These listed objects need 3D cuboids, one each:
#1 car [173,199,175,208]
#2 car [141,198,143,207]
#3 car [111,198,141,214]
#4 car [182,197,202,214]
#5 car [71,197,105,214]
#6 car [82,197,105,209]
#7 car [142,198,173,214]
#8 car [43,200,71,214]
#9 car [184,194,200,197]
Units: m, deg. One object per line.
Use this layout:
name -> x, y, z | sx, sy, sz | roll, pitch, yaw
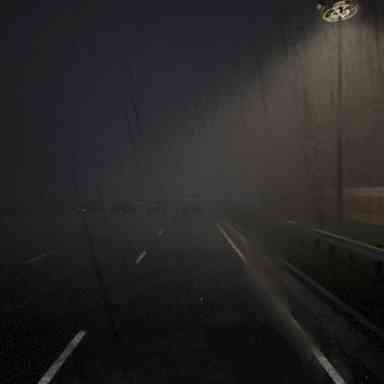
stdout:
car -> -3.478, 1.565, 47.838 | 1.994, 1.385, 4.181 | 0, 0, 1
car -> -6.992, 1.548, 46.666 | 2.033, 1.411, 5.357 | 0, 0, 1
car -> -7.001, 1.601, 35.065 | 1.895, 1.301, 4.718 | 0, 0, 0
car -> 0.003, 1.565, 35.370 | 1.994, 1.385, 4.181 | 0, 0, 0
car -> -10.502, 1.505, 34.661 | 1.837, 1.490, 4.892 | 0, 0, 0
car -> -13.982, 1.507, 47.442 | 1.837, 1.490, 4.892 | 0, 1, 1
car -> -3.500, 1.492, 34.713 | 2.128, 1.511, 4.902 | 0, 0, 0
car -> -14.001, 1.526, 34.990 | 1.812, 1.442, 4.674 | 0, 0, 0
car -> 0.020, 1.226, 47.712 | 2.150, 2.045, 5.566 | 0, 0, 1
